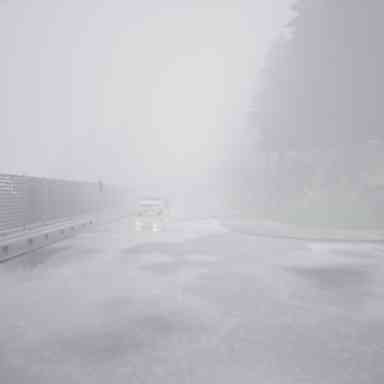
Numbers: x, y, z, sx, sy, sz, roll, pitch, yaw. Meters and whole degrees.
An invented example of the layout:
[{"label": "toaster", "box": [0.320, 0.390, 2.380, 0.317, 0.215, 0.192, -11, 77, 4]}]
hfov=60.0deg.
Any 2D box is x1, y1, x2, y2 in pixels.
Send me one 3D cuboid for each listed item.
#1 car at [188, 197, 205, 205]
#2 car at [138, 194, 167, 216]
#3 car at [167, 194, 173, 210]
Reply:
[{"label": "car", "box": [0.833, 1.622, 62.971, 1.812, 1.442, 4.674, 0, 0, 26]}, {"label": "car", "box": [-4.099, 1.273, 34.000, 2.150, 2.045, 5.566, 0, 0, 0]}, {"label": "car", "box": [-4.085, 1.289, 44.475, 2.150, 2.045, 5.566, 0, 0, 0]}]
